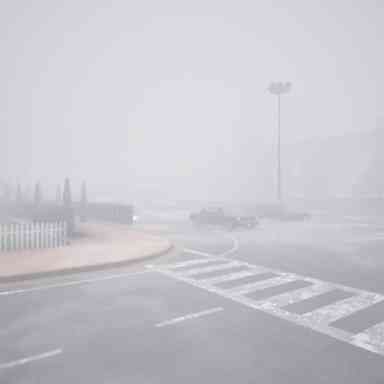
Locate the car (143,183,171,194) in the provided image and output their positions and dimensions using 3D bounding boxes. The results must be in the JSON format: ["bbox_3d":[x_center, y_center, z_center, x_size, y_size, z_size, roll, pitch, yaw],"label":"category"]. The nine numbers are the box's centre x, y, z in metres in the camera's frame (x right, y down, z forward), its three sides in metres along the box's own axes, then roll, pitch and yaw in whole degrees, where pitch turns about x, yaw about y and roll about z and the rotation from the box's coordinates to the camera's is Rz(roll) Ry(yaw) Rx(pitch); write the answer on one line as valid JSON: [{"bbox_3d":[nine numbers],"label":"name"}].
[{"bbox_3d":[-6.587,-0.187,61.303,1.882,1.535,5.008,0,7,-37],"label":"car"}]

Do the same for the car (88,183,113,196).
[{"bbox_3d":[-15.638,-0.424,55.660,2.097,1.767,4.553,0,7,-36],"label":"car"}]

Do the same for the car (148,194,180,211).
[{"bbox_3d":[-3.256,1.377,39.097,1.812,1.442,4.674,0,2,-37],"label":"car"}]

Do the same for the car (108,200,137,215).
[{"bbox_3d":[-6.993,1.503,32.450,1.994,1.385,4.181,0,1,-37],"label":"car"}]

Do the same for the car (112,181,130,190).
[{"bbox_3d":[-14.819,-1.300,66.260,1.882,1.535,5.008,0,7,-37],"label":"car"}]

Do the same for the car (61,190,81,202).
[{"bbox_3d":[-16.057,0.630,44.471,1.837,1.490,4.892,0,7,-37],"label":"car"}]

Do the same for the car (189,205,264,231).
[{"bbox_3d":[1.901,1.601,20.738,1.895,1.301,4.718,0,0,-37],"label":"car"}]

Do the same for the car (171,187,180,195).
[{"bbox_3d":[-4.196,-0.267,63.943,1.882,1.535,5.008,0,7,-37],"label":"car"}]

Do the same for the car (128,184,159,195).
[{"bbox_3d":[-8.555,0.058,57.927,2.033,1.411,5.357,0,6,-37],"label":"car"}]

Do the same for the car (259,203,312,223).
[{"bbox_3d":[6.585,1.545,26.143,2.033,1.411,5.357,0,0,-37],"label":"car"}]

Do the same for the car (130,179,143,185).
[{"bbox_3d":[-12.828,-1.487,69.603,1.882,1.535,5.008,0,7,-37],"label":"car"}]

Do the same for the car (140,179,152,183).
[{"bbox_3d":[-10.504,-1.827,72.186,2.150,2.045,5.566,0,7,-37],"label":"car"}]

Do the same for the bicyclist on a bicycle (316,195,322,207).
[{"bbox_3d":[18.061,1.291,47.375,1.656,1.620,0.582,0,0,-37],"label":"bicyclist on a bicycle"}]
